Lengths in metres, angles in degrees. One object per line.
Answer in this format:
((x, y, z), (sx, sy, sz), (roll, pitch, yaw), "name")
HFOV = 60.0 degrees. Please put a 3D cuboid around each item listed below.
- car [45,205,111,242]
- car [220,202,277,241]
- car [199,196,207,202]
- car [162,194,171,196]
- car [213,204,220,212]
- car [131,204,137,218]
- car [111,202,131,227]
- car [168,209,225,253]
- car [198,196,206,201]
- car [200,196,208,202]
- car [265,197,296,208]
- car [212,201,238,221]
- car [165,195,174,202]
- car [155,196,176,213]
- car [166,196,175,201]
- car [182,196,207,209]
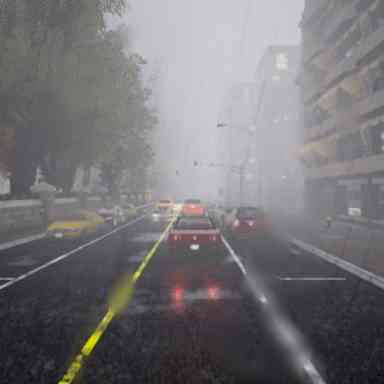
((-5.689, 1.536, 16.639), (1.752, 1.417, 4.829), (0, 0, 0), "car")
((2.691, 1.451, 16.808), (1.967, 1.590, 4.097), (0, 0, 0), "car")
((2.700, 1.654, 82.706), (1.887, 1.381, 4.507), (0, 0, 0), "car")
((-5.683, 1.403, 71.637), (2.192, 1.841, 5.009), (0, 0, 0), "car")
((2.693, 1.583, 22.439), (1.947, 1.339, 4.313), (0, 0, 0), "car")
((-5.687, 1.548, 27.900), (1.752, 1.417, 4.829), (0, 0, 0), "car")
((-5.688, 1.567, 22.439), (2.008, 1.369, 4.403), (0, 0, 0), "car")
((0.103, 1.609, 13.659), (1.895, 1.301, 4.718), (0, 0, 0), "car")
((2.701, 1.672, 88.241), (2.008, 1.369, 4.403), (0, 0, 0), "car")
((2.700, 1.624, 77.341), (1.752, 1.417, 4.829), (0, 0, 0), "car")
((14.624, 1.649, 55.060), (5.009, 1.841, 2.192), (1, -1, 0), "car")
((2.693, 1.549, 28.240), (1.752, 1.417, 4.829), (0, 0, 0), "car")
((-5.680, 1.550, 82.707), (1.967, 1.590, 4.097), (0, 0, 0), "car")
((-3.006, 1.513, 37.486), (1.882, 1.535, 5.008), (0, 0, 0), "car")
((-5.679, 1.666, 88.242), (1.887, 1.381, 4.507), (0, 0, 0), "car")
((0.104, 1.381, 32.003), (2.097, 1.767, 4.553), (0, 0, 0), "car")
